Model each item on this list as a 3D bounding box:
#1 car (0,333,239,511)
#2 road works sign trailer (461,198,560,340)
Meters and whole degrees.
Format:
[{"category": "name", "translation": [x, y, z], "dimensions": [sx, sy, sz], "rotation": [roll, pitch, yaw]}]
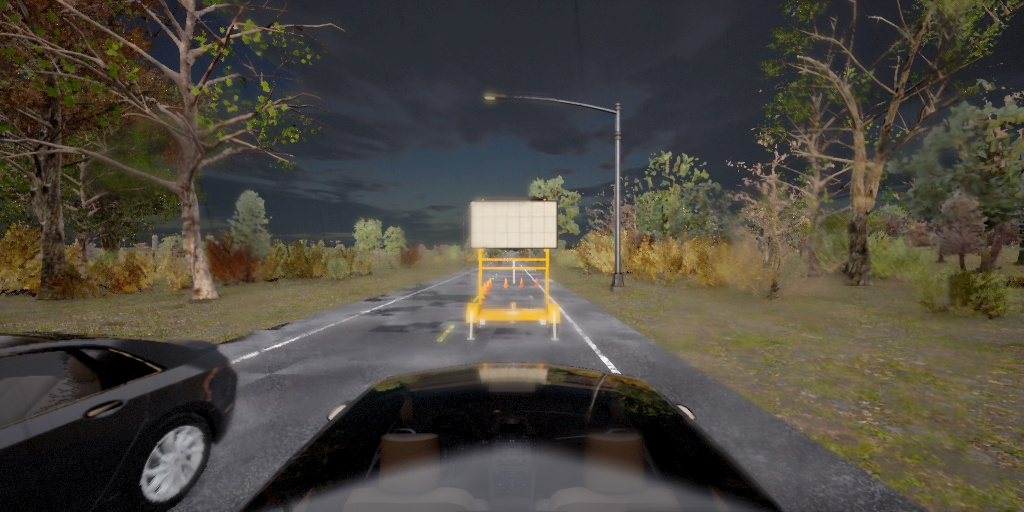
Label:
[{"category": "car", "translation": [-3.594, 1.255, 1.480], "dimensions": [1.837, 1.490, 4.892], "rotation": [0, 0, 0]}, {"category": "road works sign trailer", "translation": [0.055, 0.211, 9.930], "dimensions": [2.380, 3.560, 2.880], "rotation": [0, 0, 2]}]
